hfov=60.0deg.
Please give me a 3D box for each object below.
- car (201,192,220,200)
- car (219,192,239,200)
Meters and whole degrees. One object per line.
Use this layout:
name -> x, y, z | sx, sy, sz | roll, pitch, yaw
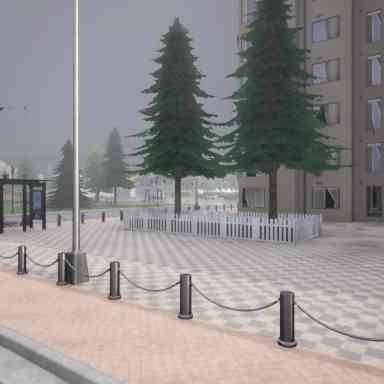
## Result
car -> 5.241, 1.384, 91.390 | 3.806, 1.475, 1.970 | 0, 0, 35
car -> 9.602, 1.374, 84.687 | 3.633, 1.501, 1.845 | 0, 0, 35
